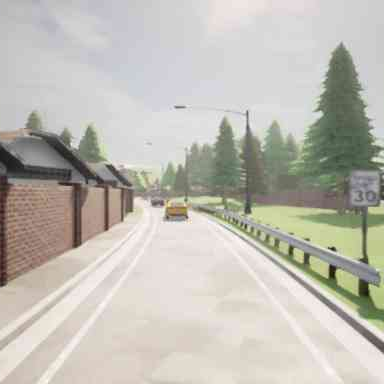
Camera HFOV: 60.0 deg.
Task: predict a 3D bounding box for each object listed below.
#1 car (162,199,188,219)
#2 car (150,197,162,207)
[{"bbox_3d":[-1.481,1.530,30.179,1.882,1.535,5.008,0,0,-6],"label":"car"},{"bbox_3d":[-5.627,1.600,53.919,1.837,1.490,4.892,0,0,-13],"label":"car"}]
